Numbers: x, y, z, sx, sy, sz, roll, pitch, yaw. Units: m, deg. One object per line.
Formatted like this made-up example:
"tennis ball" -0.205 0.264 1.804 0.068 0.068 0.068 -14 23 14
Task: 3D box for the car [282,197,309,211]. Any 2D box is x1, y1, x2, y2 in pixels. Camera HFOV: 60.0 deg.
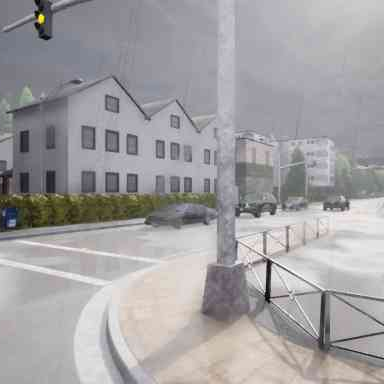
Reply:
"car" 11.566 1.305 37.075 2.128 1.511 4.902 0 0 36

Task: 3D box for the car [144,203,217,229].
"car" -0.471 1.361 20.183 2.033 1.411 5.357 0 0 35

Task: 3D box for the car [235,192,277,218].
"car" 5.496 1.035 28.594 2.150 2.045 5.566 0 0 35

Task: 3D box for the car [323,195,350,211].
"car" 16.409 1.164 37.593 2.097 1.767 4.553 0 0 35
